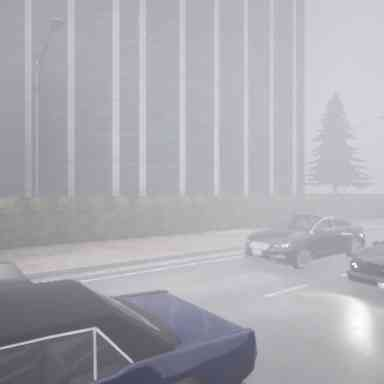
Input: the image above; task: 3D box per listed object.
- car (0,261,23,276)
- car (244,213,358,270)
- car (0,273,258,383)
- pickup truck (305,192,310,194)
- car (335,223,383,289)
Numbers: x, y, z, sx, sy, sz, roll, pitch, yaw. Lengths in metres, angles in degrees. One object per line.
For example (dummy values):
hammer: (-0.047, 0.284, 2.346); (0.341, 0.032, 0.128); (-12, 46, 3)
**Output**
car: (-4.976, 1.601, 4.716); (4.718, 1.301, 1.895); (0, 0, -36)
car: (3.875, 1.491, 11.095); (4.902, 1.511, 2.128); (0, 0, -36)
car: (-1.737, 1.601, 2.734); (4.718, 1.301, 1.895); (0, 0, -36)
pickup truck: (25.298, 1.059, 75.759); (2.390, 2.098, 6.274); (0, 0, -6)
car: (6.128, 1.547, 8.406); (5.357, 1.411, 2.033); (0, 0, -36)
